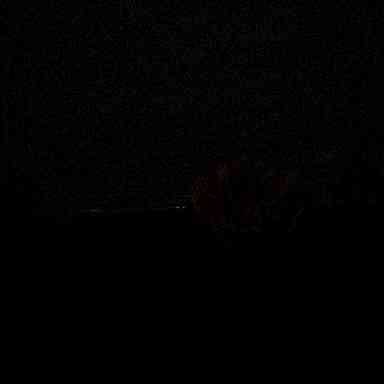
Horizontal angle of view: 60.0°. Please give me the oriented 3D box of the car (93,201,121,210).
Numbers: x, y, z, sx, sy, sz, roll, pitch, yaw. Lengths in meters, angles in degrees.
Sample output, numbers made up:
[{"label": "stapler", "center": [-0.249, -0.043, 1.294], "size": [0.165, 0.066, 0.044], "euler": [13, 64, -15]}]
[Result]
[{"label": "car", "center": [-12.699, 1.986, 49.762], "size": [1.994, 1.385, 4.181], "euler": [-1, -1, 36]}]

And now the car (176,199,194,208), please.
[{"label": "car", "center": [-0.644, 2.078, 60.219], "size": [2.033, 1.411, 5.357], "euler": [-1, -1, 36]}]

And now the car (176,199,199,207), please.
[{"label": "car", "center": [-0.840, 2.175, 65.994], "size": [1.837, 1.490, 4.892], "euler": [-1, -1, 36]}]
